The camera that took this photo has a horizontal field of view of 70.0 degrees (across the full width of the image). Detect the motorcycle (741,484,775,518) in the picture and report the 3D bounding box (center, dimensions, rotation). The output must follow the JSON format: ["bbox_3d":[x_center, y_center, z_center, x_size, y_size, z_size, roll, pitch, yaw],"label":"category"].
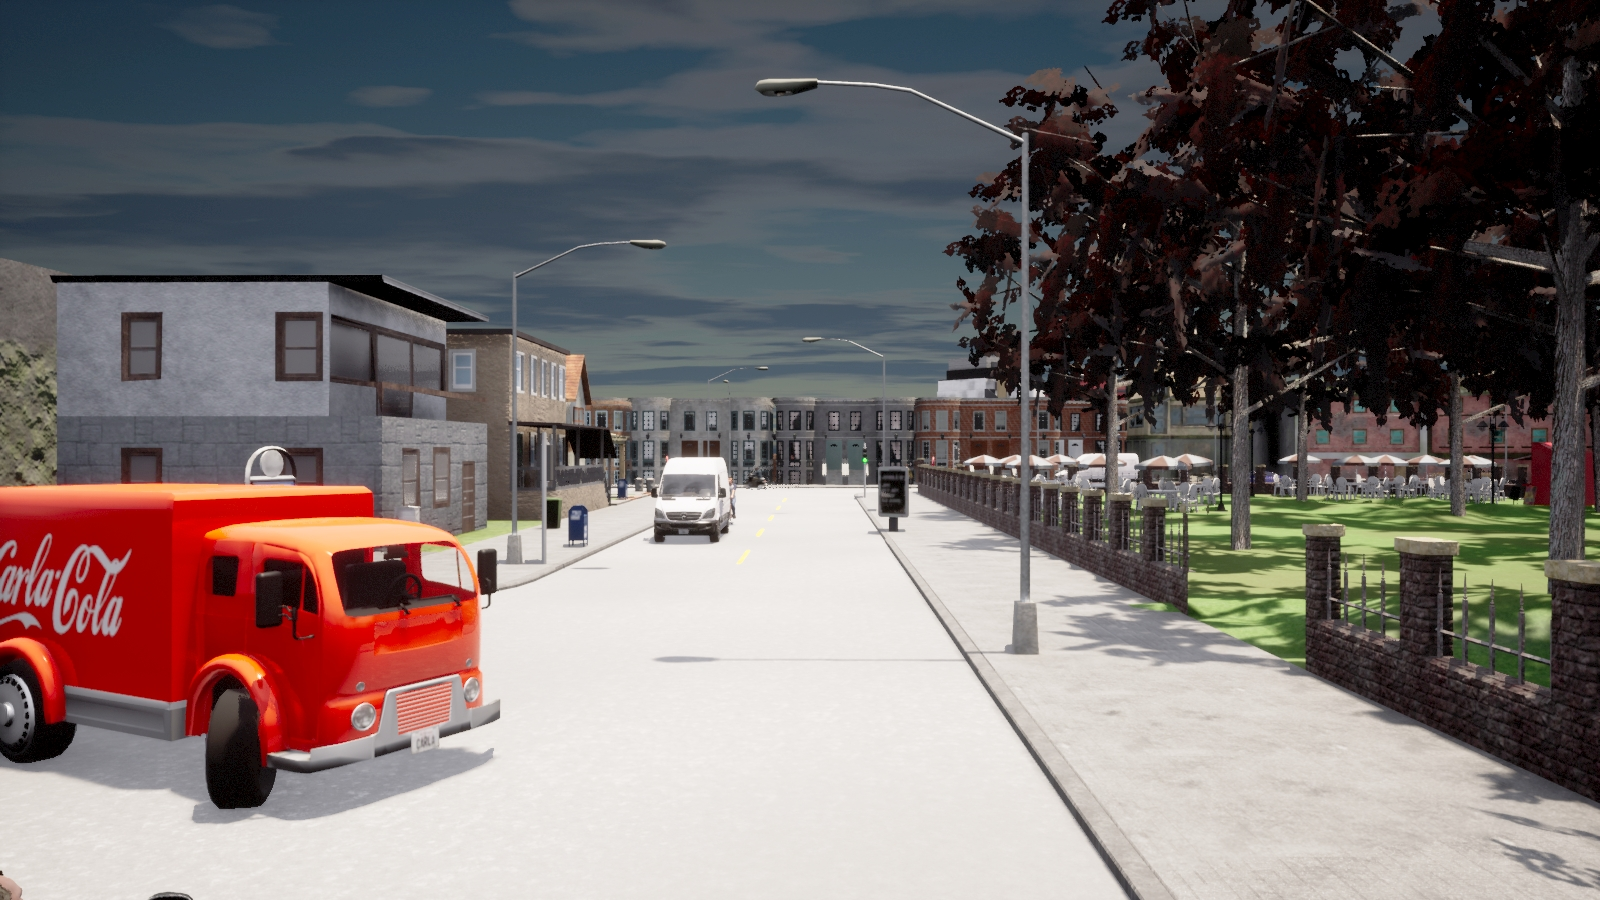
[{"bbox_3d":[-1.677,1.985,45.065,0.867,1.251,2.209,0,0,-15],"label":"motorcycle"}]

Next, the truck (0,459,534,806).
[{"bbox_3d":[-5.379,1.345,10.698,5.204,2.467,2.627,0,0,29],"label":"truck"}]

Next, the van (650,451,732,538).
[{"bbox_3d":[-3.393,1.314,36.728,1.988,2.561,5.915,0,0,1],"label":"van"}]
